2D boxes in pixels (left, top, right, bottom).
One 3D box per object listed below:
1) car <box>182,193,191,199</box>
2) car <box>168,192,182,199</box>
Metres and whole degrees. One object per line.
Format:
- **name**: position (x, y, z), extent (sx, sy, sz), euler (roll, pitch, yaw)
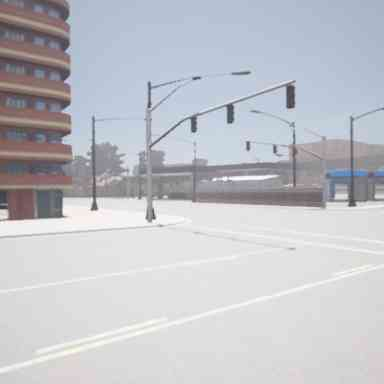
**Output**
- **car**: position (0.360, 0.954, 77.374), extent (3.806, 1.475, 1.970), euler (-1, 1, -35)
- **car**: position (-3.614, 0.807, 81.592), extent (4.611, 1.667, 2.242), euler (-1, 1, -35)
